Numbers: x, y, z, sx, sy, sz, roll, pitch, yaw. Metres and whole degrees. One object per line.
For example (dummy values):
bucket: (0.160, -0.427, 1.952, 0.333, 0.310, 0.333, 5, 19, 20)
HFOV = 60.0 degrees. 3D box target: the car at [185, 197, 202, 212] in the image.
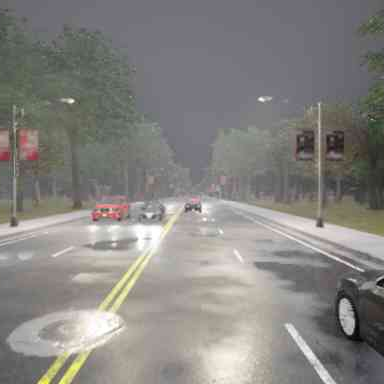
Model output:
car: (0.141, 1.632, 38.774, 1.895, 1.301, 4.718, 0, 0, 0)

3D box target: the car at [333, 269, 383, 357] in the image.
car: (3.250, 1.506, 3.605, 1.837, 1.490, 4.892, 0, 0, 0)

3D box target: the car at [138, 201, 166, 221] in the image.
car: (-3.183, 1.547, 27.261, 2.128, 1.511, 4.902, 0, 0, 0)

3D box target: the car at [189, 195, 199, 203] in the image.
car: (0.505, 1.494, 73.414, 2.097, 1.767, 4.553, 0, 0, 1)

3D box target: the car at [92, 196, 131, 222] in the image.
car: (-6.433, 1.341, 27.248, 2.150, 2.045, 5.566, 0, 0, 0)

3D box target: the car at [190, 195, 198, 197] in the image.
car: (0.378, 1.422, 54.434, 2.097, 1.767, 4.553, 0, 0, 1)
